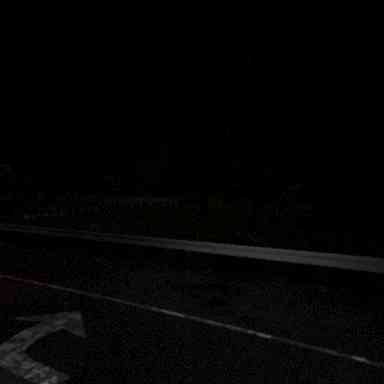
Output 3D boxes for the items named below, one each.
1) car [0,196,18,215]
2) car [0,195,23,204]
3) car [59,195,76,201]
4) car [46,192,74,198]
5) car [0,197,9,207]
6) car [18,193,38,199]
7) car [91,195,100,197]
[{"bbox_3d":[-17.549,1.224,27.079,2.150,2.045,5.566,0,0,22],"label":"car"},{"bbox_3d":[-36.580,1.475,66.499,1.882,1.535,5.008,0,0,18],"label":"car"},{"bbox_3d":[-30.614,1.494,81.651,2.128,1.511,4.902,0,0,3],"label":"car"},{"bbox_3d":[-25.862,1.333,65.732,2.097,1.767,4.553,0,0,18],"label":"car"},{"bbox_3d":[-30.922,1.566,51.451,1.994,1.385,4.181,0,0,21],"label":"car"},{"bbox_3d":[-32.930,1.215,66.528,2.150,2.045,5.566,0,0,18],"label":"car"},{"bbox_3d":[-23.629,1.481,80.999,2.128,1.511,4.902,0,0,3],"label":"car"}]
